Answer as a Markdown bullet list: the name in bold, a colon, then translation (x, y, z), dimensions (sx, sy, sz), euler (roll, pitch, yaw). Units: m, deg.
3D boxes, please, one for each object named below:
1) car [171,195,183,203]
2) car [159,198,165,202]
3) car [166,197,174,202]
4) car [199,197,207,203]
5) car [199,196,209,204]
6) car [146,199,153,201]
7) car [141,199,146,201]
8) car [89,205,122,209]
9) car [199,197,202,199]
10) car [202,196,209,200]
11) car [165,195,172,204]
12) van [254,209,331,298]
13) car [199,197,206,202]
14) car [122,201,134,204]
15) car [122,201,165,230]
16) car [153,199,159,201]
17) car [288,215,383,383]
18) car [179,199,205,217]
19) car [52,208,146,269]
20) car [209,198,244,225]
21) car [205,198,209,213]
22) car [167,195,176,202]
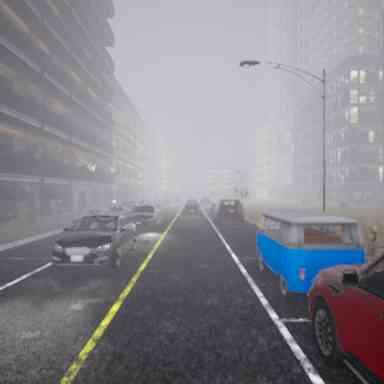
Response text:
- **car**: translation (-3.005, 1.747, 73.528), dimensions (1.837, 1.490, 4.892), euler (0, 0, 0)
- **car**: translation (-5.697, 1.737, 52.389), dimensions (1.752, 1.417, 4.829), euler (0, 0, 0)
- **car**: translation (-5.699, 1.906, 85.549), dimensions (1.752, 1.417, 4.829), euler (0, 0, 0)
- **car**: translation (2.681, 1.877, 80.361), dimensions (1.752, 1.417, 4.829), euler (0, 0, 0)
- **car**: translation (2.681, 1.761, 74.665), dimensions (1.967, 1.590, 4.097), euler (0, 0, 0)
- **car**: translation (-5.697, 1.722, 35.979), dimensions (1.802, 1.307, 4.206), euler (0, 0, 0)
- **car**: translation (-5.697, 1.557, 30.453), dimensions (1.967, 1.590, 4.097), euler (0, 0, 0)
- **car**: translation (-5.696, 1.622, 19.399), dimensions (2.008, 1.369, 4.403), euler (0, 0, 0)
- **car**: translation (0.035, 1.657, 45.587), dimensions (1.882, 1.535, 5.008), euler (0, 0, 0)
- **car**: translation (2.384, 1.607, 61.053), dimensions (2.097, 1.767, 4.553), euler (0, 0, 0)
- **car**: translation (-5.699, 1.867, 74.665), dimensions (1.887, 1.381, 4.507), euler (0, 0, 0)
- **van**: translation (2.683, 1.370, 8.346), dimensions (1.690, 1.788, 3.998), euler (0, 0, 0)
- **car**: translation (2.681, 1.962, 85.718), dimensions (1.802, 1.307, 4.206), euler (0, 0, 0)
- **car**: translation (-5.696, 1.638, 24.925), dimensions (1.887, 1.381, 4.507), euler (0, 0, 0)
- **car**: translation (-3.081, 1.585, 21.828), dimensions (1.837, 1.490, 4.892), euler (0, 0, 0)
- **car**: translation (-5.698, 1.603, 41.506), dimensions (1.967, 1.590, 4.097), euler (0, 0, 0)
- **car**: translation (2.684, 1.325, 2.820), dimensions (2.192, 1.841, 5.009), euler (0, 0, 0)
- **car**: translation (0.000, 1.688, 32.482), dimensions (1.994, 1.385, 4.181), euler (0, 0, 0)
- **car**: translation (-3.098, 1.532, 11.413), dimensions (2.128, 1.511, 4.902), euler (0, 0, 0)
- **car**: translation (2.683, 1.408, 24.926), dimensions (2.192, 1.841, 5.009), euler (0, 0, 0)
- **car**: translation (2.683, 1.683, 35.979), dimensions (1.887, 1.381, 4.507), euler (0, 0, 0)
- **car**: translation (-5.701, 1.726, 91.245), dimensions (2.192, 1.841, 5.009), euler (0, 0, 0)
